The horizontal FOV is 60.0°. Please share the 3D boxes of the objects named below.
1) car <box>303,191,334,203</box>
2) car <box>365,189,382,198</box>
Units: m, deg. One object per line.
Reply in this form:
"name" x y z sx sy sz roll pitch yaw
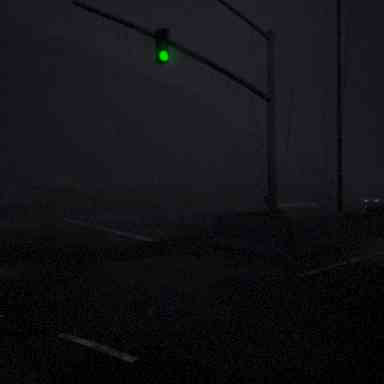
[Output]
"car" 16.415 0.612 43.112 4.902 1.511 2.128 -1 1 -37
"car" 30.443 0.268 55.651 1.837 1.490 4.892 0 1 40
